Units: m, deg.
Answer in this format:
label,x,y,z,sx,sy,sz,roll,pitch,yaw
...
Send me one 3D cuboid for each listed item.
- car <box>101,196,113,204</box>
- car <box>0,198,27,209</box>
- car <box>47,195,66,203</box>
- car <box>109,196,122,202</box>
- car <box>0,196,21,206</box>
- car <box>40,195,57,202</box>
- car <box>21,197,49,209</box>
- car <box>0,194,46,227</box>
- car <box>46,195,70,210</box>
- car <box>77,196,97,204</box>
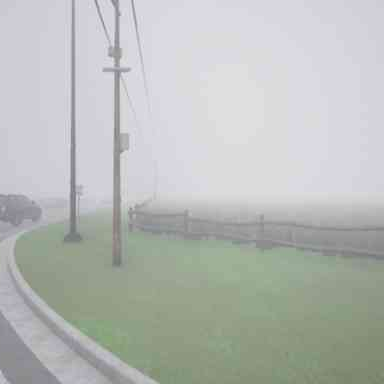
label,x,y,z,sx,sy,sz,roll,pitch,yaw
car,-15.292,1.465,60.336,1.994,1.385,4.181,0,0,-5
car,-24.584,1.507,45.589,1.895,1.301,4.718,0,0,-5
car,-26.228,1.357,64.493,1.882,1.535,5.008,0,0,-4
car,-16.280,1.481,70.867,1.895,1.301,4.718,0,0,-5
car,-28.601,1.383,51.548,2.128,1.511,4.902,0,0,-5
car,-30.294,1.390,70.442,1.812,1.442,4.674,0,0,-5
car,-21.001,1.439,44.717,1.812,1.442,4.674,0,0,-5
car,-12.123,1.175,22.394,2.150,2.045,5.566,0,0,-5
car,-17.308,1.467,42.523,2.033,1.411,5.357,0,0,-4
car,-18.970,1.442,61.268,2.033,1.411,5.357,0,0,-5
